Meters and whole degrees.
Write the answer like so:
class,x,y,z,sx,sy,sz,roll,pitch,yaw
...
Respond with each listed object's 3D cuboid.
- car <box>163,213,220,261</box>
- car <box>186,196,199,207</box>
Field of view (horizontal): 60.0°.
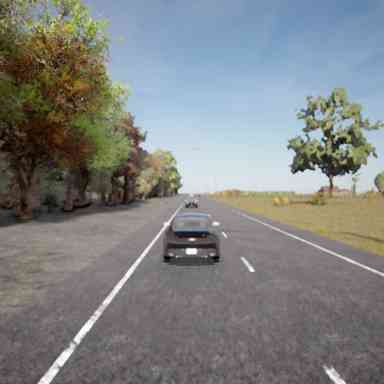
class,x,y,z,sx,sy,sz,roll,pitch,yaw
car,-0.013,1.541,12.380,1.837,1.490,4.892,0,0,0
car,-0.054,1.722,52.374,1.895,1.301,4.718,0,0,0
